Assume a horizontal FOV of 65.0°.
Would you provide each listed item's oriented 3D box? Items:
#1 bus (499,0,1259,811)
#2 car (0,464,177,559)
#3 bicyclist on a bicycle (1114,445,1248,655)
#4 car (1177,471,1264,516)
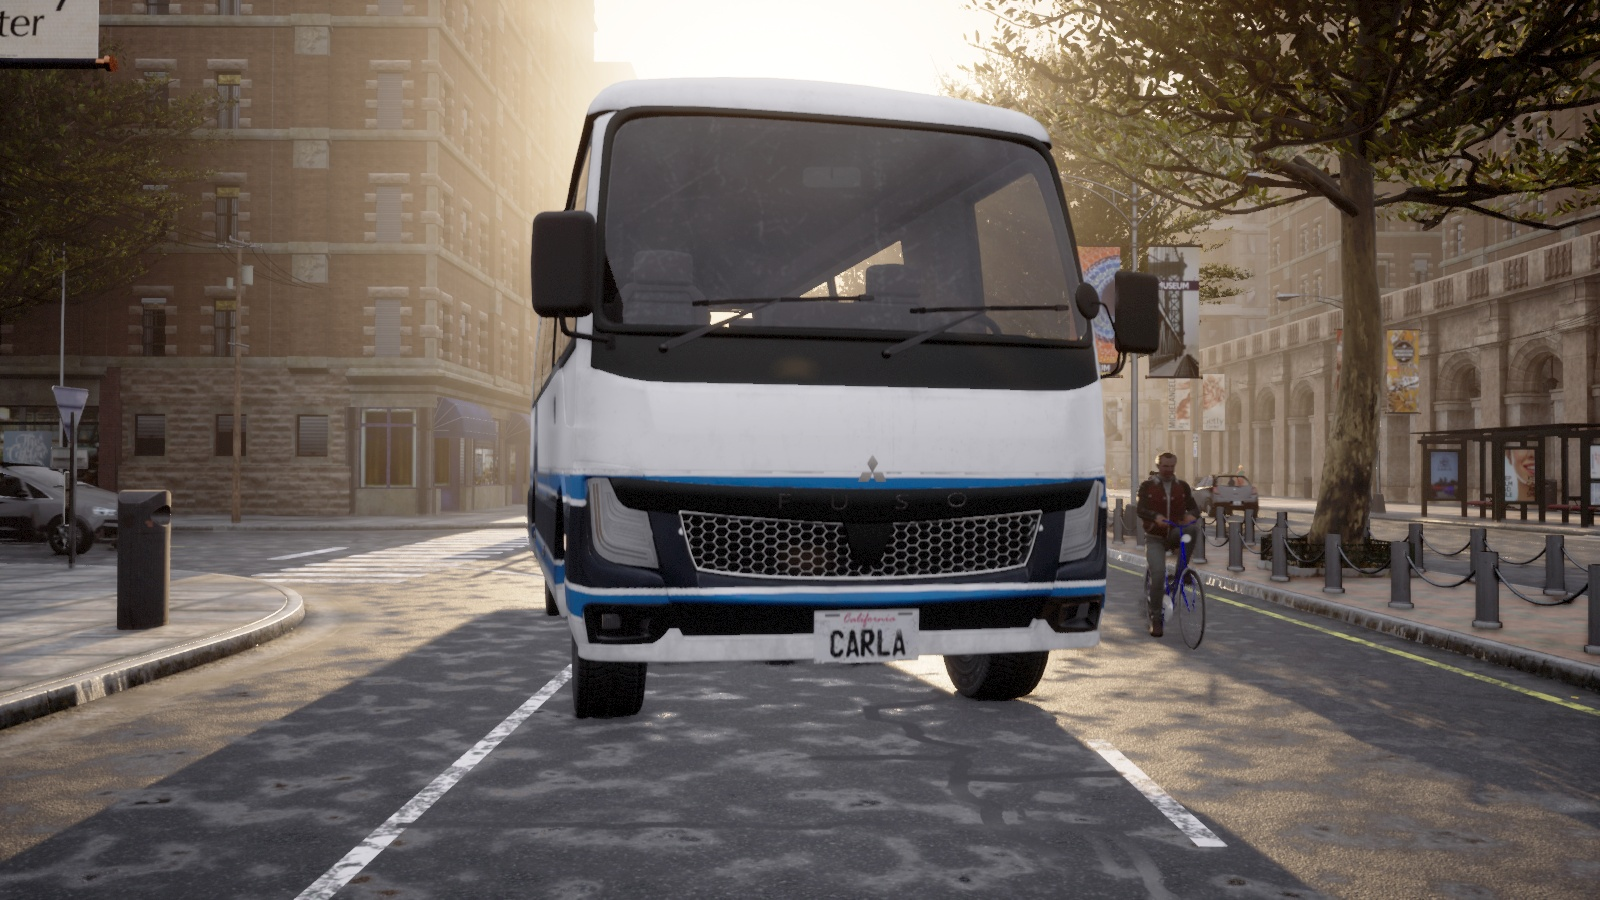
[{"bbox_3d":[-0.665,-0.370,11.293,3.944,4.253,10.273,0,-1,-14],"label":"bus"},{"bbox_3d":[-14.438,1.108,23.341,4.611,1.667,2.242,0,-1,-1],"label":"car"},{"bbox_3d":[3.470,0.866,11.595,0.659,1.776,1.843,0,-1,0],"label":"bicyclist on a bicycle"},{"bbox_3d":[14.889,1.517,44.663,1.845,1.501,3.633,0,-1,0],"label":"car"}]
